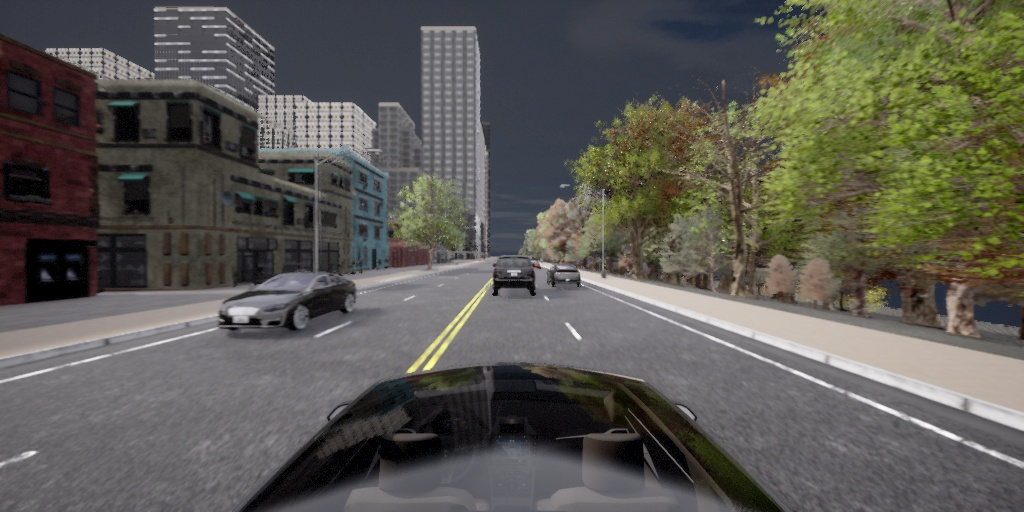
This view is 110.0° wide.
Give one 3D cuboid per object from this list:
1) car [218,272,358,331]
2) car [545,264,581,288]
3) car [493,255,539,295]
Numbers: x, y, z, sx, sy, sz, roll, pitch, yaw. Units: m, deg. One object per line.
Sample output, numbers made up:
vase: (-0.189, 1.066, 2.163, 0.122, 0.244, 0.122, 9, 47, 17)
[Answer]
car: (-6.499, 1.257, 11.043, 2.128, 1.511, 4.902, 0, 0, 0)
car: (3.355, 1.245, 23.996, 2.128, 1.511, 4.902, 0, 0, 0)
car: (0.104, 0.975, 19.909, 2.150, 2.045, 5.566, 0, 0, 0)
